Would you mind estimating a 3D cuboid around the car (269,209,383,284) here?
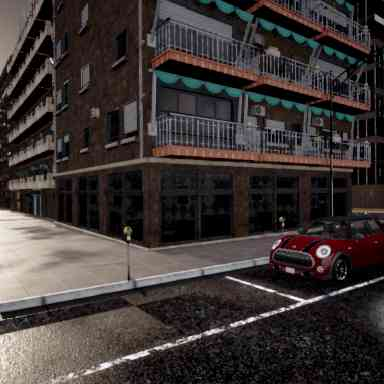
[{"bbox_3d":[4.078,1.439,9.500,4.097,1.590,1.967,0,-1,-36],"label":"car"}]
